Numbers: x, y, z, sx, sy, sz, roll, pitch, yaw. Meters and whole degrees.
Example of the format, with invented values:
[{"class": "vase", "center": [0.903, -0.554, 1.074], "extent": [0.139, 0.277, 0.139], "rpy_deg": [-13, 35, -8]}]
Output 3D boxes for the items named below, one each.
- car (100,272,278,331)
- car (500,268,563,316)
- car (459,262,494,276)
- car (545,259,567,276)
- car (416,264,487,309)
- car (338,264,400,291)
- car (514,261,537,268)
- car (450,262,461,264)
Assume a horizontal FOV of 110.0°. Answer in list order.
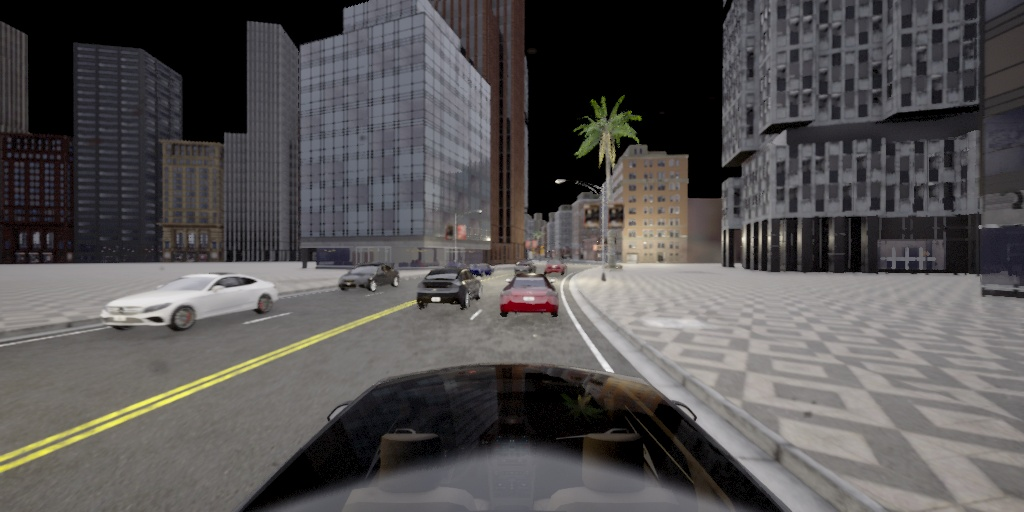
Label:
[{"class": "car", "center": [-9.430, 1.258, 11.090], "extent": [1.812, 1.442, 4.674], "rpy_deg": [0, 0, 4]}, {"class": "car", "center": [0.679, 1.326, 13.404], "extent": [1.994, 1.385, 4.181], "rpy_deg": [0, 0, 4]}, {"class": "car", "center": [-3.134, 1.422, 34.228], "extent": [1.895, 1.301, 4.718], "rpy_deg": [0, 0, 12]}, {"class": "car", "center": [4.837, 1.151, 39.085], "extent": [2.097, 1.767, 4.553], "rpy_deg": [0, 0, 14]}, {"class": "car", "center": [-2.454, 1.260, 14.930], "extent": [1.837, 1.490, 4.892], "rpy_deg": [0, 0, 5]}, {"class": "car", "center": [-8.451, 1.245, 21.615], "extent": [1.837, 1.490, 4.892], "rpy_deg": [0, 0, 7]}, {"class": "car", "center": [1.531, 1.279, 39.294], "extent": [2.128, 1.511, 4.902], "rpy_deg": [0, 0, 13]}, {"class": "car", "center": [-5.831, 1.336, 37.182], "extent": [2.033, 1.411, 5.357], "rpy_deg": [0, 0, 12]}]
